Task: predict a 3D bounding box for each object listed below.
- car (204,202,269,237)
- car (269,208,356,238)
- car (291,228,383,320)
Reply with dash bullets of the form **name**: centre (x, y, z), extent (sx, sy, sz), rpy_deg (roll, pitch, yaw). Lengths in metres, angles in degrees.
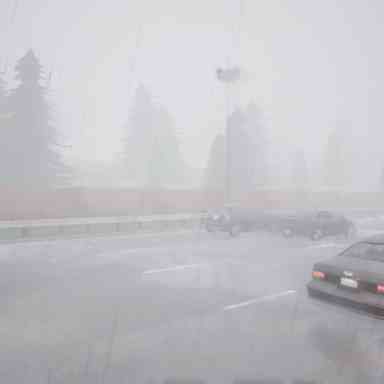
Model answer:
- **car**: centre (2.964, 1.437, 18.768), extent (4.553, 1.767, 2.097), rpy_deg (1, 0, -36)
- **car**: centre (6.416, 1.603, 16.931), extent (4.892, 1.490, 1.837), rpy_deg (0, 0, -36)
- **car**: centre (4.711, 1.598, 7.103), extent (5.357, 1.411, 2.033), rpy_deg (0, 0, -35)
